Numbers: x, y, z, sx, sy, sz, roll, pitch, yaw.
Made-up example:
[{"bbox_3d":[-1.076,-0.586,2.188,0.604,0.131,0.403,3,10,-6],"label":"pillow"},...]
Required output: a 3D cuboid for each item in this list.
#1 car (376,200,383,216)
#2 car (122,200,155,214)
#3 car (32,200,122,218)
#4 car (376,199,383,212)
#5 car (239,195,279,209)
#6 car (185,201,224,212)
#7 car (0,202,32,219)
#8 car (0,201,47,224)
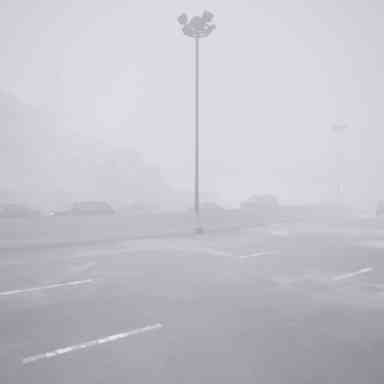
[{"bbox_3d":[19.377,1.624,32.891,2.033,1.411,5.357,0,0,33],"label":"car"},{"bbox_3d":[-6.057,1.558,34.946,4.674,1.442,1.812,0,0,-43],"label":"car"},{"bbox_3d":[-7.042,1.363,20.624,4.553,1.767,2.097,0,0,-37],"label":"car"},{"bbox_3d":[24.522,1.645,41.880,2.033,1.411,5.357,0,0,26],"label":"car"},{"bbox_3d":[6.958,1.278,33.822,2.150,2.045,5.566,0,0,39],"label":"car"},{"bbox_3d":[1.245,1.607,32.302,1.994,1.385,4.181,0,0,44],"label":"car"},{"bbox_3d":[-12.202,1.481,21.160,5.008,1.535,1.882,0,0,-36],"label":"car"},{"bbox_3d":[-13.568,1.483,24.466,5.008,1.535,1.882,0,0,-36],"label":"car"}]
